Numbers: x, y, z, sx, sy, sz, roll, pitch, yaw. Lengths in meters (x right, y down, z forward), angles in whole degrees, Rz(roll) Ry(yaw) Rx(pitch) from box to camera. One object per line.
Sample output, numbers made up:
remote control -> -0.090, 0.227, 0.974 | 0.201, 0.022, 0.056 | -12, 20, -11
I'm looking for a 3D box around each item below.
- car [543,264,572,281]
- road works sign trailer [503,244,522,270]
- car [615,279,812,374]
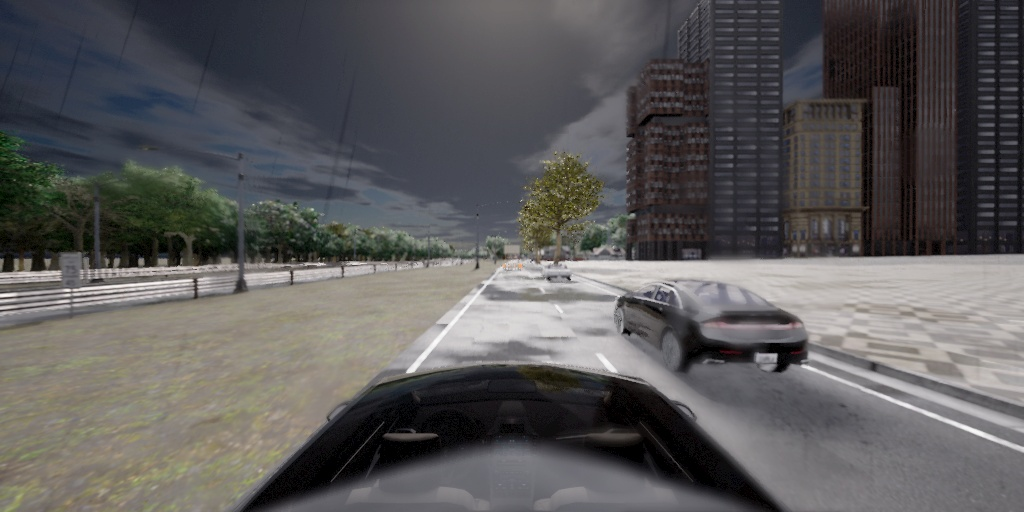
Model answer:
car -> 3.601, 1.289, 29.320 | 1.895, 1.301, 4.718 | 0, 0, 0
road works sign trailer -> 0.001, 0.119, 49.484 | 2.380, 3.560, 2.880 | 0, 0, 0
car -> 3.602, 1.229, 7.496 | 2.128, 1.511, 4.902 | 0, 0, 0
